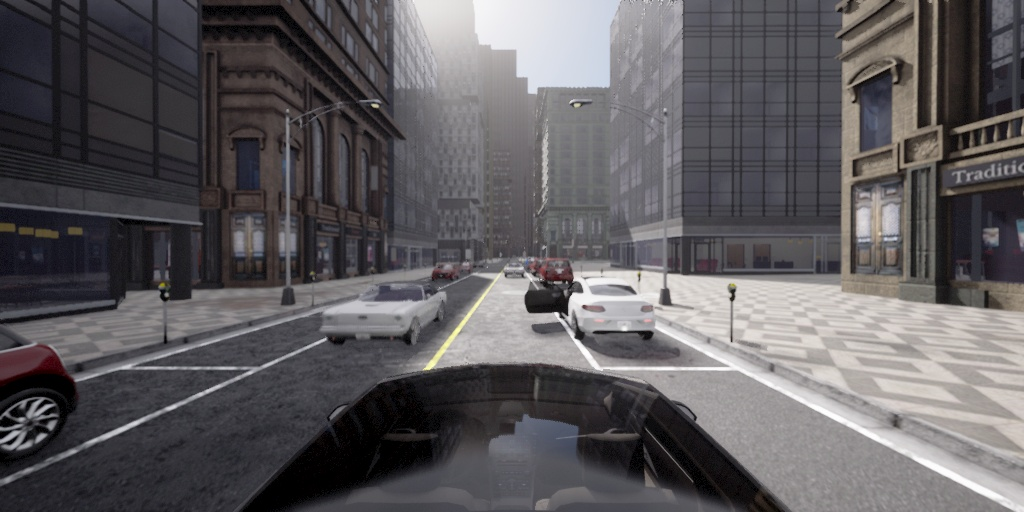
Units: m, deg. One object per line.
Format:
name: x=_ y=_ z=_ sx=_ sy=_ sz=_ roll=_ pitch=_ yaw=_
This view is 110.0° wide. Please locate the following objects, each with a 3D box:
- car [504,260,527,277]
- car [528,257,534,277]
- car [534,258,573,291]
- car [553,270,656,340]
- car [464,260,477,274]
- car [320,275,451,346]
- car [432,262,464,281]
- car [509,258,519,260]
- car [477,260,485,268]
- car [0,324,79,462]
car: x=0.221 y=1.363 z=35.319 sx=1.895 sy=1.301 sz=4.718 roll=0 pitch=0 yaw=1
car: x=3.016 y=1.077 z=35.904 sx=2.192 sy=1.841 sz=5.009 roll=0 pitch=0 yaw=0
car: x=2.962 y=1.075 z=24.607 sx=2.192 sy=1.841 sz=5.009 roll=0 pitch=0 yaw=0
car: x=2.388 y=1.280 z=9.890 sx=1.812 sy=1.442 sz=4.674 roll=0 pitch=0 yaw=0
car: x=-5.483 y=1.343 z=41.592 sx=1.802 sy=1.307 sz=4.207 roll=0 pitch=0 yaw=0
car: x=-3.066 y=1.355 z=9.586 sx=1.895 sy=1.301 sz=4.718 roll=0 pitch=0 yaw=0
car: x=-5.536 y=1.307 z=30.294 sx=1.888 sy=1.381 sz=4.507 roll=0 pitch=0 yaw=0
car: x=0.270 y=1.109 z=49.068 sx=2.097 sy=1.767 sz=4.553 roll=0 pitch=0 yaw=1
car: x=-5.403 y=1.314 z=58.540 sx=1.948 sy=1.339 sz=4.313 roll=0 pitch=0 yaw=0
car: x=-5.670 y=1.190 z=2.049 sx=1.967 sy=1.591 sz=4.097 roll=0 pitch=0 yaw=0
